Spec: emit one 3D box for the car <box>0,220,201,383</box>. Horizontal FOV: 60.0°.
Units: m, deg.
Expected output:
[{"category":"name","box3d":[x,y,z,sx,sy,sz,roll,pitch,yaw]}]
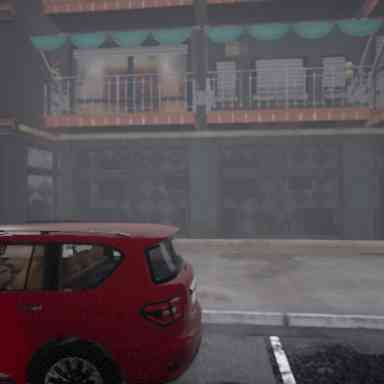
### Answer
[{"category":"car","box3d":[-2.362,1.314,4.168,5.009,1.841,2.192,0,0,5]}]
